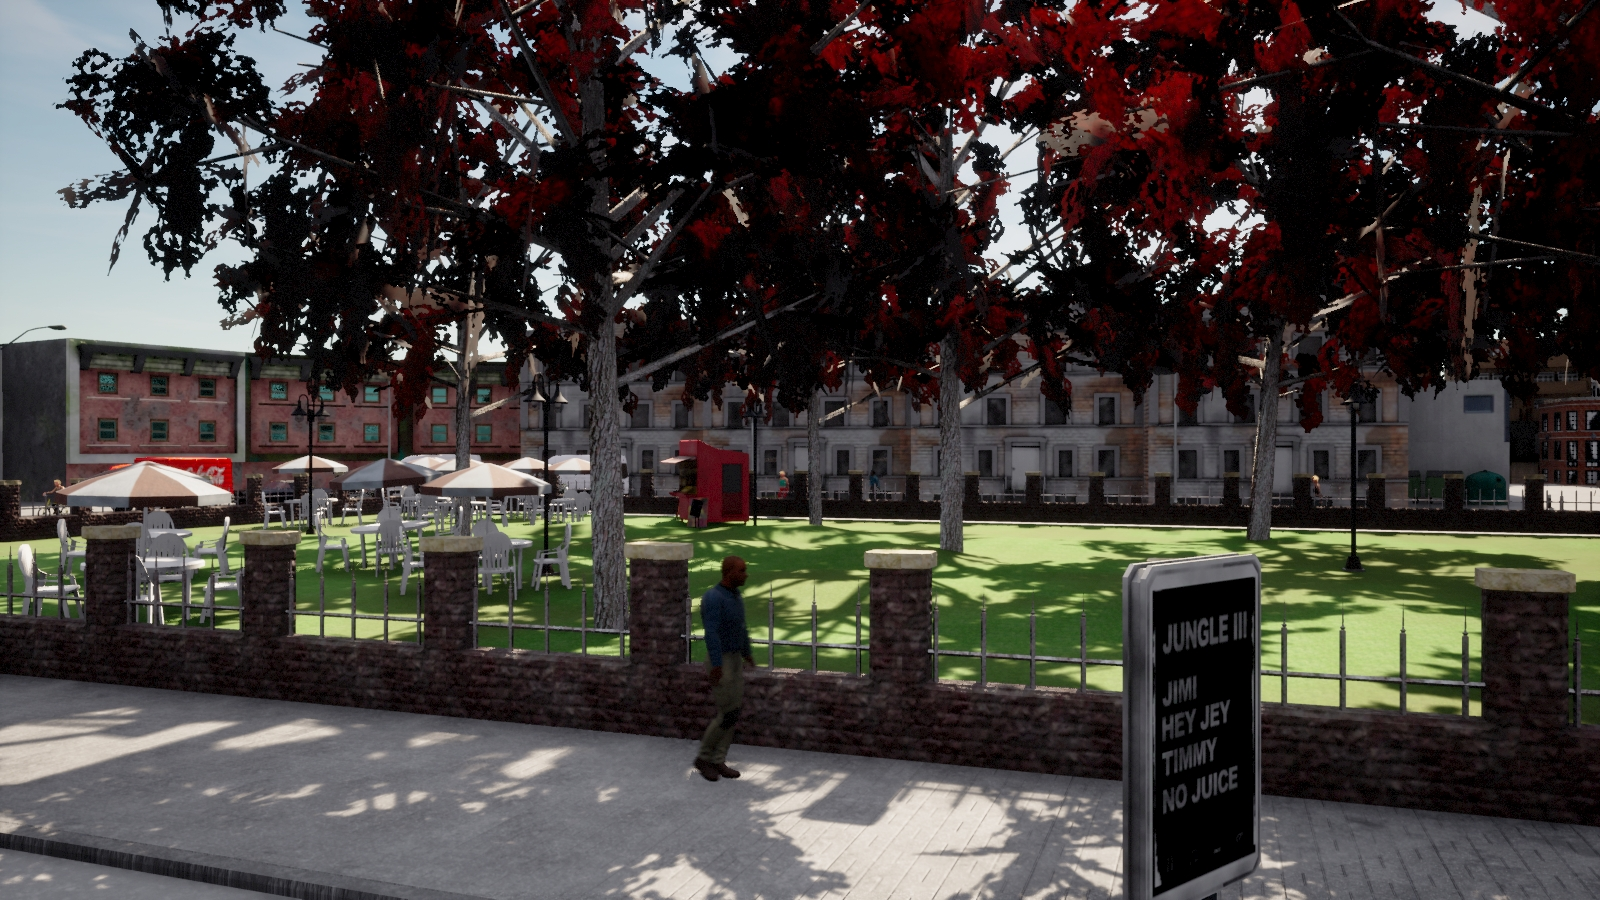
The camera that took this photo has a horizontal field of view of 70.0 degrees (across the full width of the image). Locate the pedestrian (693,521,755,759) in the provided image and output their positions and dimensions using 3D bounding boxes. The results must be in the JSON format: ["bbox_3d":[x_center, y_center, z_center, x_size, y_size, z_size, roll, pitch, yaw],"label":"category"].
[{"bbox_3d":[-0.615,1.525,9.329,0.375,1.860,0.375,0,0,23],"label":"pedestrian"}]

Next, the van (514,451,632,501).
[{"bbox_3d":[-12.048,1.315,60.623,5.915,2.561,1.988,0,0,20],"label":"van"}]

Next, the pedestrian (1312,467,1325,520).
[{"bbox_3d":[18.282,1.525,40.271,0.375,1.860,0.375,0,0,20],"label":"pedestrian"}]

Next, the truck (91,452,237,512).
[{"bbox_3d":[-28.185,1.348,50.858,2.627,2.467,5.204,0,0,21],"label":"truck"}]

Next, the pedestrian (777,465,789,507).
[{"bbox_3d":[-0.763,1.629,51.831,0.375,1.860,0.375,0,0,35],"label":"pedestrian"}]

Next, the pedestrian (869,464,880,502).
[{"bbox_3d":[3.692,1.629,56.809,0.375,1.860,0.375,0,0,-45],"label":"pedestrian"}]

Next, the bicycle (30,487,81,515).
[{"bbox_3d":[-29.946,2.036,45.966,0.859,1.080,1.487,0,0,21],"label":"bicycle"}]
